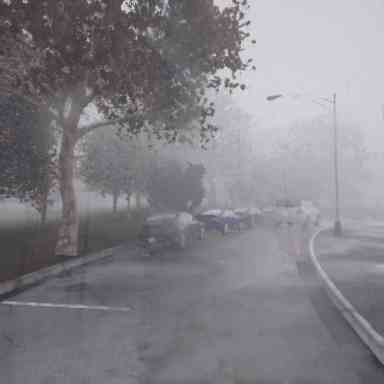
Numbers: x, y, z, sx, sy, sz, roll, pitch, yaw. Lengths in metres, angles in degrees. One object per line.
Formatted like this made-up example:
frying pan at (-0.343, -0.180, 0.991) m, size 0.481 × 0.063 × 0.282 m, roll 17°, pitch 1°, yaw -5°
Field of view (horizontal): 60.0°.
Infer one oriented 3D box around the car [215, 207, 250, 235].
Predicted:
car at (1.680, 1.729, 20.461) m, size 2.097 × 1.535 × 5.008 m, roll -1°, pitch -3°, yaw 25°

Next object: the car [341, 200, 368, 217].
car at (20.717, 2.054, 41.013) m, size 5.566 × 2.045 × 2.435 m, roll 0°, pitch -3°, yaw -31°

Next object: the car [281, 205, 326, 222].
car at (11.547, 2.165, 34.184) m, size 4.892 × 1.521 × 2.231 m, roll 2°, pitch -4°, yaw -43°

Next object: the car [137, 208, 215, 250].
car at (-0.796, 1.618, 15.150) m, size 2.231 × 1.521 × 4.892 m, roll -1°, pitch -1°, yaw 18°

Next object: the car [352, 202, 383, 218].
car at (19.839, 2.088, 36.060) m, size 4.892 × 1.490 × 1.837 m, roll 0°, pitch -4°, yaw -36°

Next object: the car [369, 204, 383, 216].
car at (26.033, 2.342, 43.781) m, size 5.008 × 1.535 × 2.097 m, roll 0°, pitch -3°, yaw -25°

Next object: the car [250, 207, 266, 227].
car at (7.617, 2.034, 30.001) m, size 2.097 × 1.535 × 5.008 m, roll -3°, pitch -3°, yaw 39°

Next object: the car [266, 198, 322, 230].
car at (7.366, 1.487, 23.299) m, size 2.150 × 2.045 × 5.566 m, roll -2°, pitch -3°, yaw 32°
